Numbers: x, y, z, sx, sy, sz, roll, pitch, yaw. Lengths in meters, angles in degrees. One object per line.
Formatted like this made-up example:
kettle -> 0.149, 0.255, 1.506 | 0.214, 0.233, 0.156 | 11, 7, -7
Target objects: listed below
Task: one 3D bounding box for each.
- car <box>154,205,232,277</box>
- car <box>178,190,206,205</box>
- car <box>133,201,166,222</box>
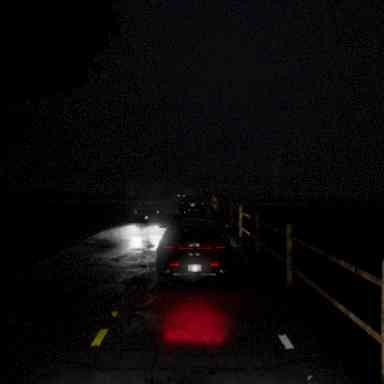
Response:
car -> 0.068, 1.378, 9.763 | 1.837, 1.490, 4.892 | 0, 1, 0
car -> 0.050, 0.987, 26.941 | 2.097, 1.767, 4.553 | 0, 1, 0
car -> -2.873, 1.288, 23.256 | 1.895, 1.301, 4.718 | 0, 1, 0
